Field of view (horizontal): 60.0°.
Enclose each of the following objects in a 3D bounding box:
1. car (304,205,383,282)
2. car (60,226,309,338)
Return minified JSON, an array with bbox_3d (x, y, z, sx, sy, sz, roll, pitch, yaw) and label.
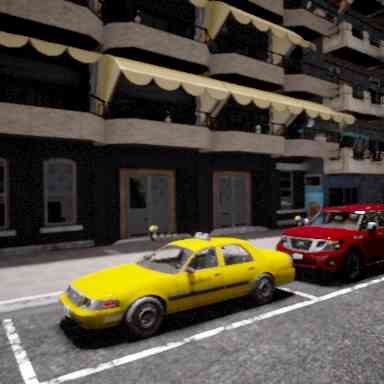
[{"bbox_3d":[4.760,1.333,9.976,5.009,1.841,2.192,0,-1,-35],"label":"car"},{"bbox_3d":[0.011,1.532,6.585,4.829,1.417,1.752,0,-1,-35],"label":"car"}]
